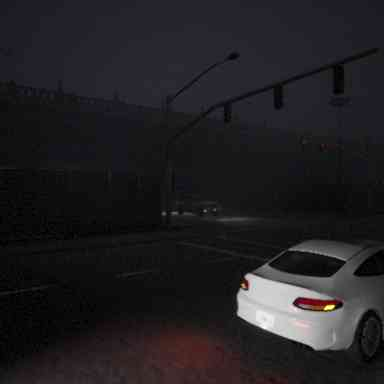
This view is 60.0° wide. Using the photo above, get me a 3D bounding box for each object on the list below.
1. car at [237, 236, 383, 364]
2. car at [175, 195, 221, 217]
[{"bbox_3d":[2.819,1.526,5.824,4.674,1.442,1.812,0,0,-37],"label":"car"},{"bbox_3d":[0.511,1.276,32.852,2.150,2.045,5.566,0,0,-36],"label":"car"}]
